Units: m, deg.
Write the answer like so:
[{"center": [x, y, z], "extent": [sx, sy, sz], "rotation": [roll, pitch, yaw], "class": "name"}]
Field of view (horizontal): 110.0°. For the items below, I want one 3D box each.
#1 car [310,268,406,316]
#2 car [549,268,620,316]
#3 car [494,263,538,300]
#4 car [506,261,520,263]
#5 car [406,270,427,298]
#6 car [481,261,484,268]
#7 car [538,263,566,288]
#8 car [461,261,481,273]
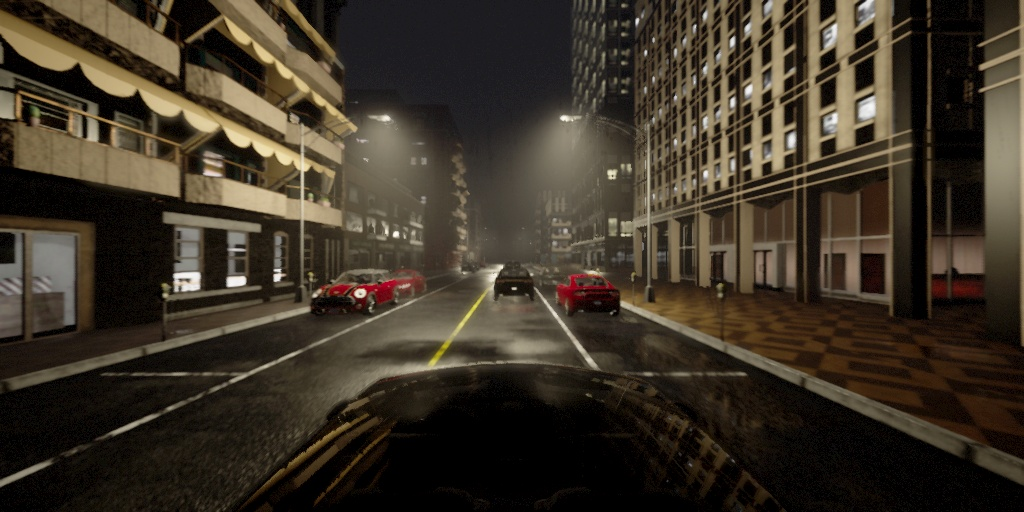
[{"center": [-5.688, 1.241, 13.434], "extent": [1.967, 1.591, 4.097], "rotation": [0, 0, 0], "class": "car"}, {"center": [2.693, 1.345, 13.432], "extent": [1.888, 1.381, 4.507], "rotation": [0, 0, 0], "class": "car"}, {"center": [0.101, 1.300, 18.361], "extent": [1.882, 1.535, 5.008], "rotation": [0, 0, 0], "class": "car"}, {"center": [0.106, 1.261, 37.378], "extent": [2.097, 1.767, 4.553], "rotation": [0, 0, 0], "class": "car"}, {"center": [-5.687, 1.407, 19.083], "extent": [1.802, 1.307, 4.207], "rotation": [0, 0, 0], "class": "car"}, {"center": [-5.679, 1.534, 52.973], "extent": [2.007, 1.370, 4.403], "rotation": [0, 0, 0], "class": "car"}, {"center": [2.695, 1.401, 24.730], "extent": [2.007, 1.370, 4.403], "rotation": [0, 0, 0], "class": "car"}, {"center": [-5.681, 1.507, 47.325], "extent": [2.007, 1.370, 4.403], "rotation": [0, 0, 0], "class": "car"}]
